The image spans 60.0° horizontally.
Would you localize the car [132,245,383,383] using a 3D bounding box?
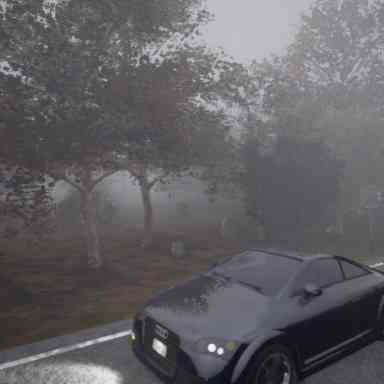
[{"bbox_3d":[1.262,1.546,4.881,4.181,1.385,1.994,0,0,-35],"label":"car"}]
